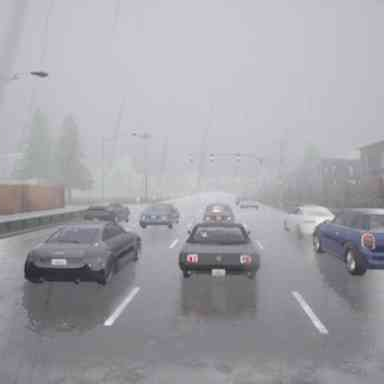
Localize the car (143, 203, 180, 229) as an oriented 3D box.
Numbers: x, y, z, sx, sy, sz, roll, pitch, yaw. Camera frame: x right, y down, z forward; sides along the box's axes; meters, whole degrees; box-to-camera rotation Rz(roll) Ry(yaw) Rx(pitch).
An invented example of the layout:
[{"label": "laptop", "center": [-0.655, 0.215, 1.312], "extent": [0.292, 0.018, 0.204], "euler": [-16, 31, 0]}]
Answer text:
[{"label": "car", "center": [-1.881, 1.388, 20.436], "extent": [2.033, 1.411, 5.357], "euler": [0, 0, 5]}]

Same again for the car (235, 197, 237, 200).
[{"label": "car", "center": [7.227, 1.166, 48.028], "extent": [2.033, 1.411, 5.357], "euler": [0, 0, 5]}]

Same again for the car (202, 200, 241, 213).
[{"label": "car", "center": [1.584, 1.390, 19.865], "extent": [2.033, 1.411, 5.357], "euler": [0, 0, 5]}]

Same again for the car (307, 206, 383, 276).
[{"label": "car", "center": [5.281, 1.267, 10.176], "extent": [2.097, 1.767, 4.553], "euler": [0, 0, 5]}]

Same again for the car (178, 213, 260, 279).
[{"label": "car", "center": [0.786, 1.523, 9.772], "extent": [1.895, 1.301, 4.718], "euler": [0, 0, 4]}]

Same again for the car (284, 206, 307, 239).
[{"label": "car", "center": [5.758, 1.394, 16.188], "extent": [1.812, 1.442, 4.674], "euler": [0, 0, 5]}]

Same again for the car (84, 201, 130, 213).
[{"label": "car", "center": [-5.318, 1.337, 21.360], "extent": [1.837, 1.490, 4.892], "euler": [0, -1, 5]}]

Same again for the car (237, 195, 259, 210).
[{"label": "car", "center": [6.491, 1.297, 38.159], "extent": [1.895, 1.301, 4.718], "euler": [0, 0, 5]}]

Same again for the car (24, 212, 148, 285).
[{"label": "car", "center": [-2.764, 1.492, 9.320], "extent": [1.994, 1.385, 4.181], "euler": [0, 0, 5]}]
